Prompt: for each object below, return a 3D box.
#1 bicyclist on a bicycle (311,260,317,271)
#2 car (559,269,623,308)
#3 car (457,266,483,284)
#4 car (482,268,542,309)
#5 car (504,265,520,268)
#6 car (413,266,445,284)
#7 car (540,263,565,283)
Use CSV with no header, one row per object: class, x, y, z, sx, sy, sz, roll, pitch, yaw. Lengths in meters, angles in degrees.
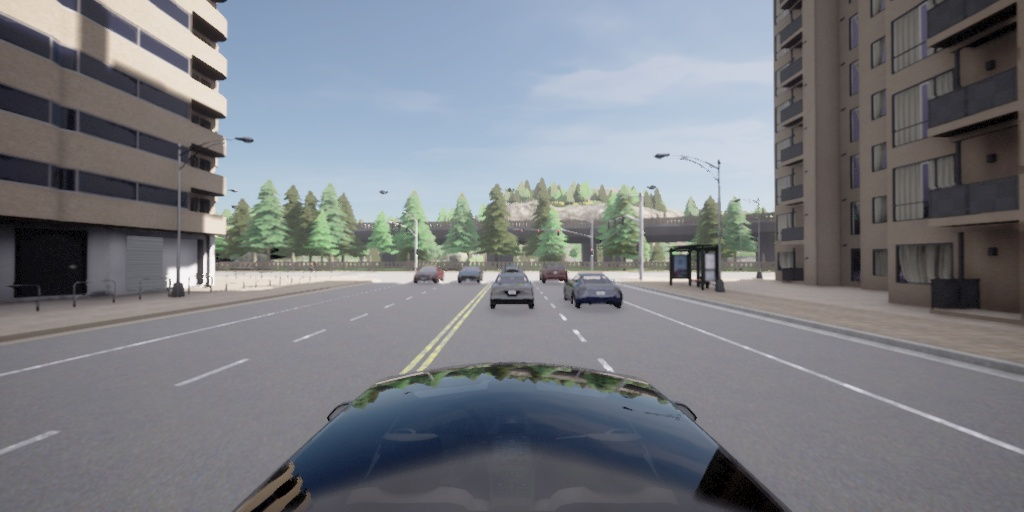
bicyclist on a bicycle,-29.449,1.483,53.395,0.582,1.620,1.656,0,0,1
car,3.506,1.450,16.116,1.994,1.385,4.181,0,0,0
car,-3.497,1.572,31.009,2.033,1.411,5.357,0,-1,0
car,0.004,1.430,15.837,2.033,1.411,5.357,0,-1,0
car,-0.021,1.533,31.132,1.837,1.490,4.892,0,0,-1
car,-6.999,1.549,30.620,1.812,1.442,4.674,0,-1,0
car,3.545,1.374,30.907,2.097,1.767,4.553,0,-1,1
